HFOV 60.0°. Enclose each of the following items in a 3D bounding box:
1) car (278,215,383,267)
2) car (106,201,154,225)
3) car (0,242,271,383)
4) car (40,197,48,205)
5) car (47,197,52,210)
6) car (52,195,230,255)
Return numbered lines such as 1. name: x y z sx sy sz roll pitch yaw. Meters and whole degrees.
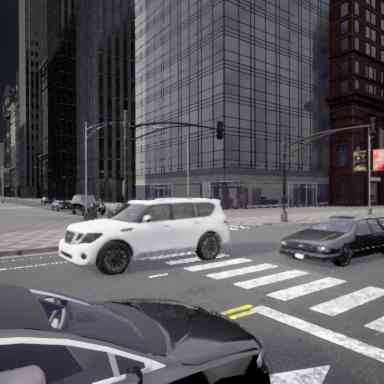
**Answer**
1. car: 5.400 1.547 11.605 5.357 1.411 2.033 0 0 -36
2. car: -4.991 1.554 26.028 1.837 1.490 4.892 0 0 -35
3. car: -1.493 1.491 2.373 4.902 1.511 2.128 0 0 -36
4. car: -27.626 1.649 63.473 1.837 1.490 4.892 0 0 -35
5. car: -16.541 1.658 42.328 1.994 1.385 4.181 0 0 -36
6. car: -1.264 1.221 10.797 5.566 2.045 2.150 0 0 -36
